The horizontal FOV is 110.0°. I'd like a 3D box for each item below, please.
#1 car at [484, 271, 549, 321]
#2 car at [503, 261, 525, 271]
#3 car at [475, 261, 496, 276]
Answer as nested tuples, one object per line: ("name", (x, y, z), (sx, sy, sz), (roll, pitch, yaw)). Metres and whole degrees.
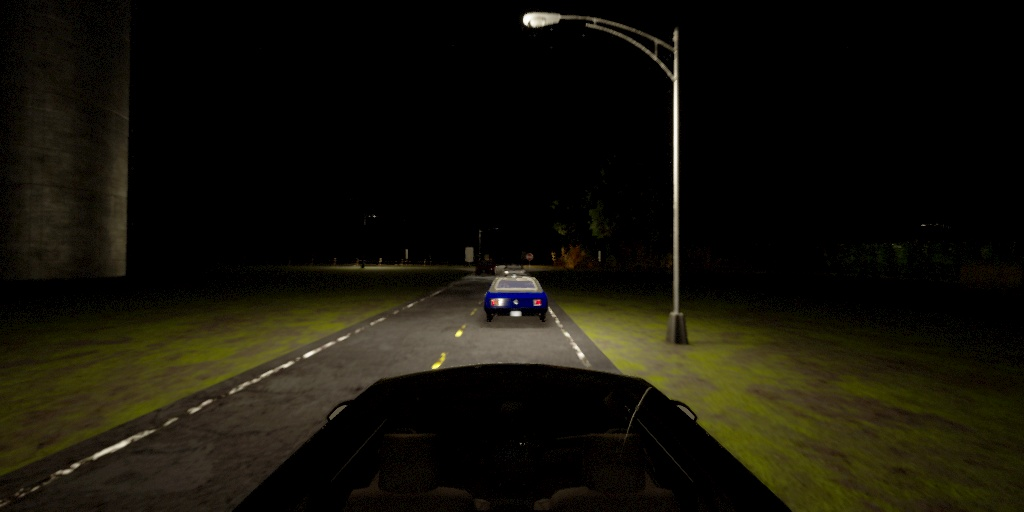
("car", (0.122, 1.355, 12.423), (1.895, 1.301, 4.718), (0, 0, 0))
("car", (0.169, 1.367, 31.770), (1.895, 1.301, 4.718), (0, 0, 0))
("car", (-2.715, 1.246, 37.498), (1.882, 1.535, 5.008), (0, 0, 1))
